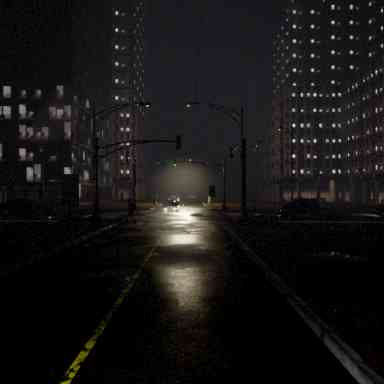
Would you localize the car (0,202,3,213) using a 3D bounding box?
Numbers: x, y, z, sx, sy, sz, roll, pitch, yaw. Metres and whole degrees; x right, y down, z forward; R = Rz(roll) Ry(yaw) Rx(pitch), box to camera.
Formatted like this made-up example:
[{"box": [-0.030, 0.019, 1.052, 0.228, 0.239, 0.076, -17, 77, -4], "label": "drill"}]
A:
[{"box": [-18.900, 1.415, 27.732, 4.829, 1.417, 1.752, 0, -1, -1], "label": "car"}]

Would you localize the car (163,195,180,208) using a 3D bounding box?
[{"box": [-3.117, 1.560, 48.658, 1.994, 1.385, 4.181, 0, 0, -1], "label": "car"}]

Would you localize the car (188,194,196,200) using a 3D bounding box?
[{"box": [-0.016, 1.357, 88.998, 2.033, 1.411, 5.357, 0, 0, 0], "label": "car"}]

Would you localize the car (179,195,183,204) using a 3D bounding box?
[{"box": [-3.092, 1.346, 57.814, 2.097, 1.767, 4.553, 0, 0, 0], "label": "car"}]

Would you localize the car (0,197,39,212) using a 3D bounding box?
[{"box": [-19.212, 1.360, 36.368, 4.097, 1.590, 1.967, 0, -1, -1], "label": "car"}]

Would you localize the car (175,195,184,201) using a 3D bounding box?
[{"box": [-3.016, 1.515, 81.304, 2.033, 1.411, 5.357, 0, 0, 0], "label": "car"}]

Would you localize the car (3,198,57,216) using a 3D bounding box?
[{"box": [-15.058, 1.399, 30.514, 5.008, 1.535, 1.882, 0, 0, -2], "label": "car"}]

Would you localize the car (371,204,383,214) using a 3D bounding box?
[{"box": [20.820, 1.670, 34.305, 4.181, 1.385, 1.994, 0, 0, -1], "label": "car"}]

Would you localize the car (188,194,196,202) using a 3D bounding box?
[{"box": [-0.013, 1.575, 79.023, 1.895, 1.301, 4.718, 0, 0, 0], "label": "car"}]

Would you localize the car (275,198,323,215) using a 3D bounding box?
[{"box": [10.933, 1.415, 34.134, 4.553, 1.767, 2.097, 0, 0, -1], "label": "car"}]

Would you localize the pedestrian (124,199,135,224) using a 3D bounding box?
[{"box": [-4.266, 1.293, 22.695, 0.375, 1.860, 0.375, 0, 0, 0], "label": "pedestrian"}]
